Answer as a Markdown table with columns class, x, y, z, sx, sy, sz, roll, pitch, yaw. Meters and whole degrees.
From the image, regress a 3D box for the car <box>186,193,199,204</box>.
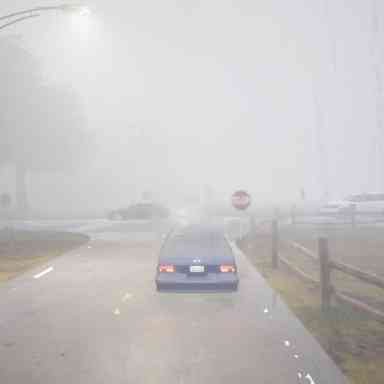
| class | x | y | z | sx | sy | sz | roll | pitch | yaw |
| --- | --- | --- | --- | --- | --- | --- | --- | --- | --- |
| car | 0.092 | 1.339 | 65.152 | 2.150 | 2.045 | 5.566 | 0 | -2 | 0 |

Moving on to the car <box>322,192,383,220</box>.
| class | x | y | z | sx | sy | sz | roll | pitch | yaw |
| --- | --- | --- | --- | --- | --- | --- | --- | --- | --- |
| car | 13.013 | 1.048 | 25.665 | 5.566 | 2.045 | 2.150 | -1 | 1 | -1 |

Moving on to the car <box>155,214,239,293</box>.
| class | x | y | z | sx | sy | sz | roll | pitch | yaw |
| --- | --- | --- | --- | --- | --- | --- | --- | --- | --- |
| car | 0.095 | 1.550 | 8.999 | 2.033 | 1.411 | 5.357 | 0 | 0 | 0 |

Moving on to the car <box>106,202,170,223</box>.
| class | x | y | z | sx | sy | sz | roll | pitch | yaw |
| --- | --- | --- | --- | --- | --- | --- | --- | --- | --- |
| car | -4.146 | 1.546 | 25.809 | 4.892 | 1.490 | 1.837 | 0 | 0 | 0 |
